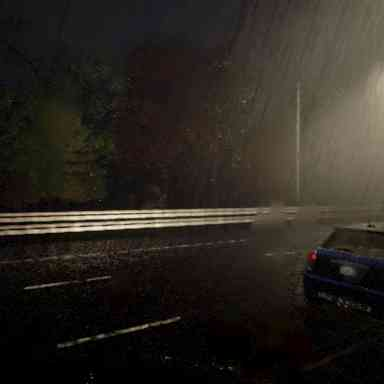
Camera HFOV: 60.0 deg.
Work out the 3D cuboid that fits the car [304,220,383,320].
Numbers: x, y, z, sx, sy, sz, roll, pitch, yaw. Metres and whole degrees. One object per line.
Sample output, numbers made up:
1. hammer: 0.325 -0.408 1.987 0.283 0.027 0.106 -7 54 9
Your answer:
1. car: 4.494 1.418 6.973 4.553 1.767 2.097 1 0 -33
